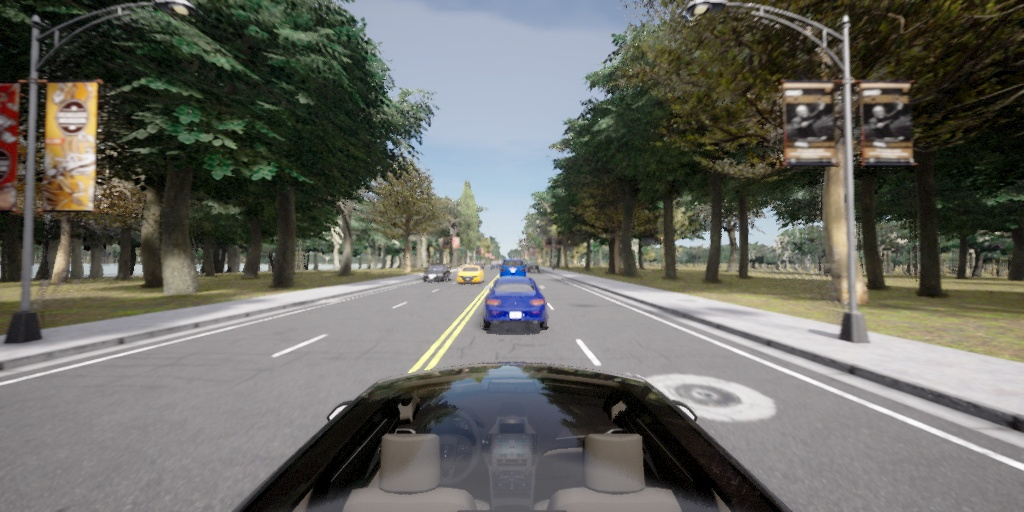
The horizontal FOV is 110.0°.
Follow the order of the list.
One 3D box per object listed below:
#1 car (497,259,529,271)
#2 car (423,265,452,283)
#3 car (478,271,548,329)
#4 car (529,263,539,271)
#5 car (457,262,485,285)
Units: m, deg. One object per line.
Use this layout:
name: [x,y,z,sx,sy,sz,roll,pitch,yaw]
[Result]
car: [0.077,1.269,30.362,2.150,2.045,5.566,0,-1,0]
car: [-6.618,1.558,32.061,2.128,1.511,4.902,0,-1,0]
car: [0.091,1.372,11.492,1.812,1.442,4.674,0,-1,0]
car: [3.309,1.864,56.796,1.837,1.490,4.892,0,-1,0]
car: [-3.368,1.520,29.815,1.882,1.535,5.008,0,-1,0]
